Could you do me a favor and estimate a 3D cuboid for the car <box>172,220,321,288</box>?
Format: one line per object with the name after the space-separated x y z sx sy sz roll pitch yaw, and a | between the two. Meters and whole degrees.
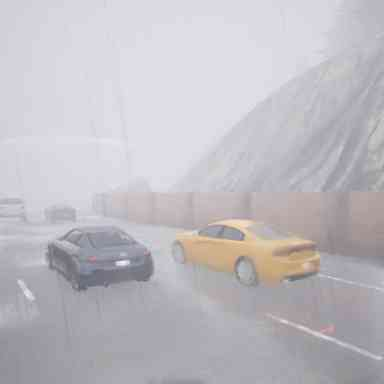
1.258 1.562 9.767 1.882 1.535 5.008 0 0 -34 | car

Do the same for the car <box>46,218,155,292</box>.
-2.748 1.645 9.418 1.994 1.385 4.181 0 -1 -34 | car

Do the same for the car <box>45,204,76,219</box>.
-11.256 1.719 28.347 1.882 1.535 5.008 0 0 -31 | car

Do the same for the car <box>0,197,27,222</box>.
-15.909 1.472 29.355 2.150 2.045 5.566 0 0 -29 | car
